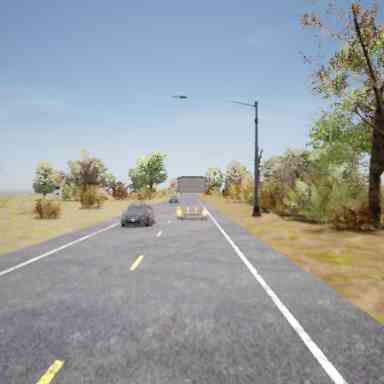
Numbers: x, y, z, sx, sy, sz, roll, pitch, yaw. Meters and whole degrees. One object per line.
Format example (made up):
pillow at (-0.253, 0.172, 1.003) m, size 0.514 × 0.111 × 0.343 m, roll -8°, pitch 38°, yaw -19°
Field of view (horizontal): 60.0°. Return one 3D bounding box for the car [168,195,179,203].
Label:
car at (-3.506, 1.440, 64.497) m, size 1.837 × 1.490 × 4.892 m, roll 0°, pitch 0°, yaw 0°

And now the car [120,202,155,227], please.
car at (-3.594, 1.499, 22.703) m, size 1.837 × 1.490 × 4.892 m, roll 0°, pitch 0°, yaw 0°

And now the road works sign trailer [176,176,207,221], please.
road works sign trailer at (0.004, 0.455, 27.298) m, size 2.380 × 3.560 × 2.880 m, roll 0°, pitch 0°, yaw 0°
